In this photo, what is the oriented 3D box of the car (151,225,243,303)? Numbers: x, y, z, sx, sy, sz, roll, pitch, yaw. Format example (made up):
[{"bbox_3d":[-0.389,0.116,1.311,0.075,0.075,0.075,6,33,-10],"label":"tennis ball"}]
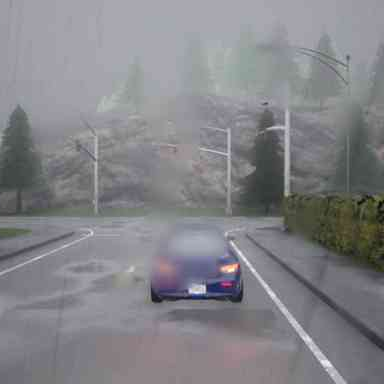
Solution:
[{"bbox_3d":[0.103,1.525,8.091,1.812,1.442,4.674,0,0,0],"label":"car"}]
